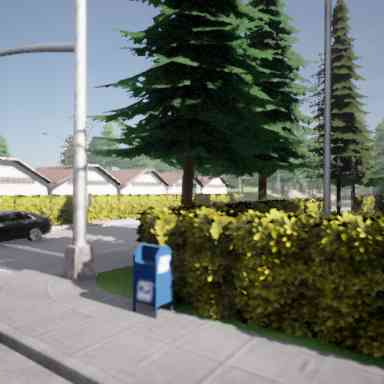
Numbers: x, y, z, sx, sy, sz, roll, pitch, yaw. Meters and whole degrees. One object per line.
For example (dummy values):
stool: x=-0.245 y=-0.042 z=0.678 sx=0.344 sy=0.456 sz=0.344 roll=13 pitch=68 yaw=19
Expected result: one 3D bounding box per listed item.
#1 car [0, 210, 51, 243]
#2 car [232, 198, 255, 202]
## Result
car: x=-8.803 y=1.628 z=14.827 sx=1.837 sy=1.490 sz=4.892 roll=0 pitch=2 yaw=36
car: x=5.242 y=1.371 z=34.389 sx=2.097 sy=1.767 sz=4.553 roll=1 pitch=0 yaw=36
